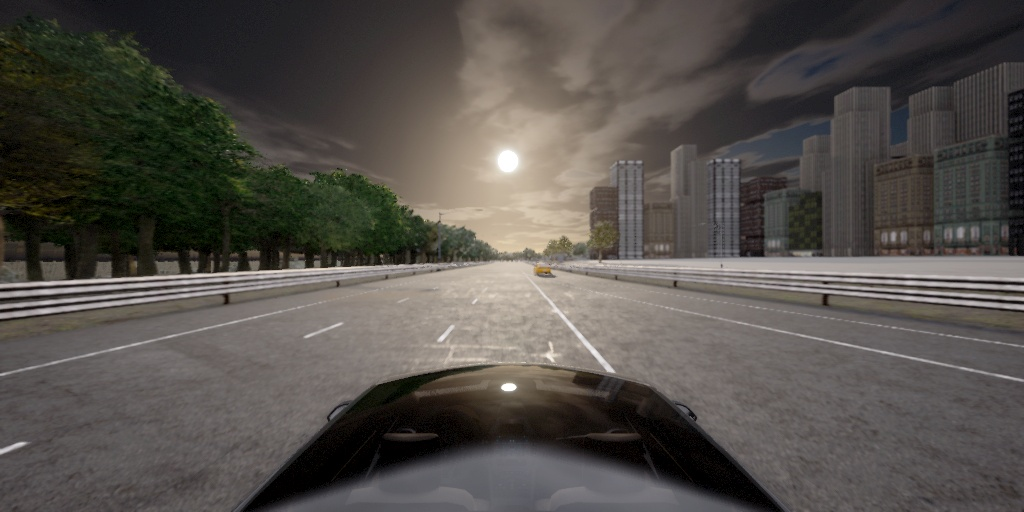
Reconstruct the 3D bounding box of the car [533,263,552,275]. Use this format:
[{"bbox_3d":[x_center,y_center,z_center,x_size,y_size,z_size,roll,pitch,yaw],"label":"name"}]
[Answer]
[{"bbox_3d":[3.980,1.712,47.322,1.882,1.535,5.008,0,-1,-3],"label":"car"}]
